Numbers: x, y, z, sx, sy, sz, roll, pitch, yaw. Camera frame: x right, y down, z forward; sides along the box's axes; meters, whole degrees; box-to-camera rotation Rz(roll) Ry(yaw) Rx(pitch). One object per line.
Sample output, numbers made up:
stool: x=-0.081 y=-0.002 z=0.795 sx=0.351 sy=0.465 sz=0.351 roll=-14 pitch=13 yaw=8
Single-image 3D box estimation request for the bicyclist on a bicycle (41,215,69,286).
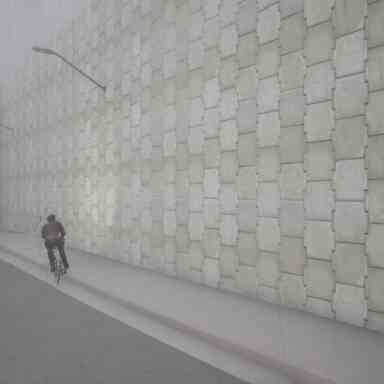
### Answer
bicyclist on a bicycle: x=-3.359 y=1.381 z=8.171 sx=0.582 sy=1.620 sz=1.656 roll=-9 pitch=3 yaw=-18
